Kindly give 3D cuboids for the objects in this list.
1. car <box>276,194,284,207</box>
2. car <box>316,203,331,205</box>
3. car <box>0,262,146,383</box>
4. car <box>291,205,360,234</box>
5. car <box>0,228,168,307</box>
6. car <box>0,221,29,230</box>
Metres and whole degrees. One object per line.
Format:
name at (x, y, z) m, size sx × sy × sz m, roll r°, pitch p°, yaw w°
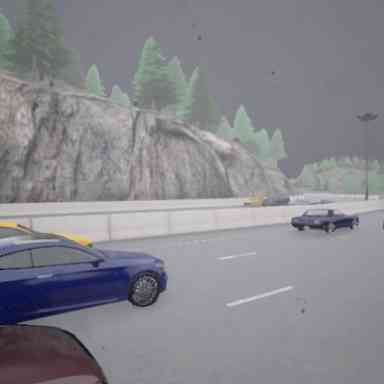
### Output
car at (12.398, 1.278, 48.410) m, size 2.150 × 2.045 × 5.566 m, roll 0°, pitch 0°, yaw 41°
car at (17.676, 1.585, 43.812) m, size 1.895 × 1.301 × 4.718 m, roll 0°, pitch 0°, yaw 41°
car at (-2.584, 1.573, 2.015) m, size 4.181 × 1.385 × 1.994 m, roll 0°, pitch 0°, yaw -35°
car at (7.755, 1.593, 19.056) m, size 4.718 × 1.301 × 1.895 m, roll 0°, pitch 0°, yaw -41°
car at (-2.677, 1.537, 6.247) m, size 4.674 × 1.442 × 1.812 m, roll 0°, pitch 0°, yaw -36°
car at (-5.135, 1.497, 8.786) m, size 5.008 × 1.535 × 1.882 m, roll 0°, pitch 0°, yaw -36°
